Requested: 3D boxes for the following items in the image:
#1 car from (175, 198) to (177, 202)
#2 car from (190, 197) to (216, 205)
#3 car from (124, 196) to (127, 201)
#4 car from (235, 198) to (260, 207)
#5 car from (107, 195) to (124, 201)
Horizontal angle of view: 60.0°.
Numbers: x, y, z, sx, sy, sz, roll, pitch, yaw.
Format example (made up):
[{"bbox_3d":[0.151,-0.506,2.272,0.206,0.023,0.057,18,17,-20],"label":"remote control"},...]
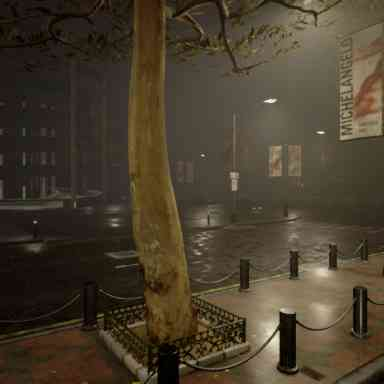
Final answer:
[{"bbox_3d":[-5.073,1.477,65.902,5.008,1.535,1.882,0,0,41],"label":"car"},{"bbox_3d":[1.879,1.547,58.032,2.033,1.411,5.357,0,0,-38],"label":"car"},{"bbox_3d":[-18.040,1.464,80.766,4.674,1.442,1.812,0,0,12],"label":"car"},{"bbox_3d":[8.026,1.564,49.566,1.994,1.385,4.181,0,0,-35],"label":"car"},{"bbox_3d":[-19.000,1.474,77.400,4.674,1.442,1.812,0,0,12],"label":"car"}]
